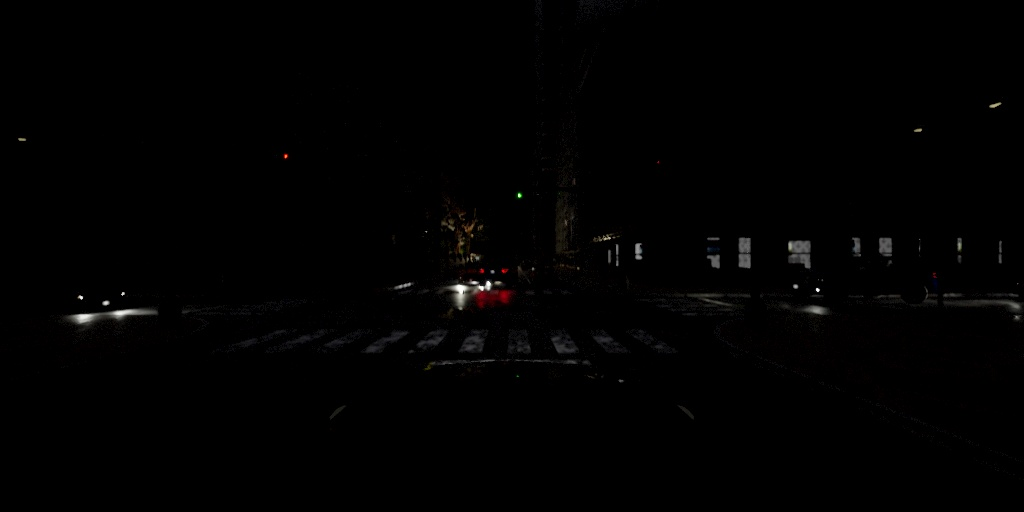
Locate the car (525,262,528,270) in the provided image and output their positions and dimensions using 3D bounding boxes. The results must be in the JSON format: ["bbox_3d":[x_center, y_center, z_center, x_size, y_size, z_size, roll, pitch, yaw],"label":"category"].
[{"bbox_3d":[2.674,1.567,35.952,1.948,1.339,4.313,0,0,0],"label":"car"}]

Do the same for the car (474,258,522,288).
[{"bbox_3d":[-0.897,1.151,26.241,2.150,2.045,5.566,0,0,8],"label":"car"}]

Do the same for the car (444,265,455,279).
[{"bbox_3d":[-5.707,1.546,35.946,1.888,1.381,4.507,0,0,0],"label":"car"}]

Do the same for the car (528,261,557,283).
[{"bbox_3d":[2.677,1.399,30.272,1.967,1.591,4.097,0,0,0],"label":"car"}]

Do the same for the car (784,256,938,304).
[{"bbox_3d":[15.705,1.031,16.315,5.566,2.045,2.150,0,-1,1],"label":"car"}]

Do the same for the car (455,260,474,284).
[{"bbox_3d":[-3.113,1.305,29.451,2.097,1.767,4.553,0,0,0],"label":"car"}]

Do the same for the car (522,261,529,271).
[{"bbox_3d":[2.663,1.729,58.677,1.948,1.339,4.313,0,0,0],"label":"car"}]

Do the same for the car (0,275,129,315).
[{"bbox_3d":[-18.221,1.428,13.806,5.357,1.411,2.033,0,-1,1],"label":"car"}]

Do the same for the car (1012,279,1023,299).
[{"bbox_3d":[25.780,1.269,16.103,4.902,1.511,2.128,0,-1,1],"label":"car"}]
